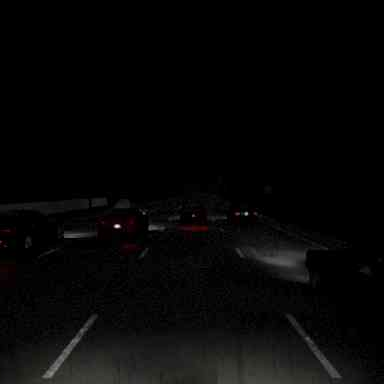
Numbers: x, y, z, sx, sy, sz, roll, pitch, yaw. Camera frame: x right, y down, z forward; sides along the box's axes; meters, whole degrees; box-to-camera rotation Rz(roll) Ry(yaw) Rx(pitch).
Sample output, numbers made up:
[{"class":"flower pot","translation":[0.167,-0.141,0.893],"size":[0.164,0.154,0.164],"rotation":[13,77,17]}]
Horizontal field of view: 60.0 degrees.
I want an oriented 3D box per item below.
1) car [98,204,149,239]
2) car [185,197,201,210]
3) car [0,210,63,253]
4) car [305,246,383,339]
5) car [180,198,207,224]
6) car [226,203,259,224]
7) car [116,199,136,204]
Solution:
[{"class":"car","translation":[-3.398,1.529,17.108],"size":[1.994,1.385,4.181],"rotation":[0,0,0]},{"class":"car","translation":[0.177,1.442,41.812],"size":[1.812,1.442,4.674],"rotation":[0,0,1]},{"class":"car","translation":[-6.899,1.477,13.505],"size":[1.837,1.490,4.892],"rotation":[0,0,0]},{"class":"car","translation":[3.601,1.589,5.806],"size":[1.895,1.301,4.718],"rotation":[0,0,0]},{"class":"car","translation":[0.101,1.428,24.658],"size":[1.882,1.535,5.008],"rotation":[0,0,0]},{"class":"car","translation":[3.601,1.499,24.533],"size":[2.033,1.411,5.357],"rotation":[0,0,0]},{"class":"car","translation":[-6.892,1.456,34.463],"size":[1.812,1.442,4.674],"rotation":[0,0,0]}]
